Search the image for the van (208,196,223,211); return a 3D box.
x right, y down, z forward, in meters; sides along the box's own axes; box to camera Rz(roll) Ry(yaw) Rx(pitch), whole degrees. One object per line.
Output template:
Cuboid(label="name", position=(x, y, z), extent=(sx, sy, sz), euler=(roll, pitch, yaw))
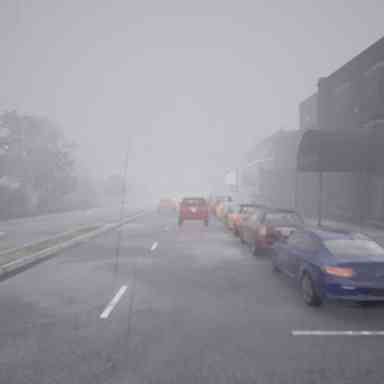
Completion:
Cuboid(label="van", position=(3.250, 1.529, 46.931), extent=(1.878, 1.987, 4.442), euler=(0, 0, 0))

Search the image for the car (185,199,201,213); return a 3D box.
Cuboid(label="car", position=(0.122, 1.725, 42.204), extent=(1.882, 1.535, 5.008), euler=(0, 0, 0))

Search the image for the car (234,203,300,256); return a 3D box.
Cuboid(label="car", position=(3.231, 1.435, 13.632), extent=(2.185, 1.767, 4.553), euler=(0, 0, 0))

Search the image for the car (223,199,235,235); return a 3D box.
Cuboid(label="car", position=(3.234, 1.467, 19.158), extent=(2.185, 1.767, 4.553), euler=(0, 0, 0))

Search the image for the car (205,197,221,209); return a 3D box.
Cuboid(label="car", position=(3.253, 1.661, 52.308), extent=(2.185, 1.767, 4.553), euler=(0, 0, 0))

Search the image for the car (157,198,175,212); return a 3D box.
Cuboid(label="car", position=(-3.129, 1.596, 41.837), extent=(2.097, 1.767, 4.553), euler=(0, 0, 0))

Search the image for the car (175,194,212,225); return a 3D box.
Cuboid(label="car", position=(0.119, 1.372, 25.448), extent=(2.150, 2.045, 5.566), euler=(0, 0, 0))

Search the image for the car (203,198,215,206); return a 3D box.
Cuboid(label="car", position=(3.259, 1.890, 63.261), extent=(2.002, 1.452, 4.674), euler=(0, 0, 0))

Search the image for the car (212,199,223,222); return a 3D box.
Cuboid(label="car", position=(3.241, 1.657, 30.233), extent=(2.097, 1.535, 5.008), euler=(0, 0, 0))

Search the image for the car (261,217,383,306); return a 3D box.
Cuboid(label="car", position=(3.228, 1.568, 8.010), extent=(2.002, 1.452, 4.674), euler=(0, 0, 0))

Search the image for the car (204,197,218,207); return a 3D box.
Cuboid(label="car", position=(3.256, 1.693, 57.833), extent=(2.185, 1.767, 4.553), euler=(0, 0, 0))

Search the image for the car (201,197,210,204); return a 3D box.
Cuboid(label="car", position=(3.266, 1.945, 80.023), extent=(1.946, 1.575, 5.366), euler=(0, 0, 0))

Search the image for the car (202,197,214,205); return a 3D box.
Cuboid(label="car", position=(3.261, 1.884, 68.781), extent=(2.231, 1.521, 4.892), euler=(0, 0, 0))

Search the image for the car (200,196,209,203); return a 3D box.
Cuboid(label="car", position=(3.272, 1.854, 85.333), extent=(2.185, 1.767, 4.553), euler=(0, 0, 0))

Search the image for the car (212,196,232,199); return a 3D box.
Cuboid(label="car", position=(3.243, 1.438, 35.668), extent=(2.435, 2.045, 5.566), euler=(0, 0, 0))
